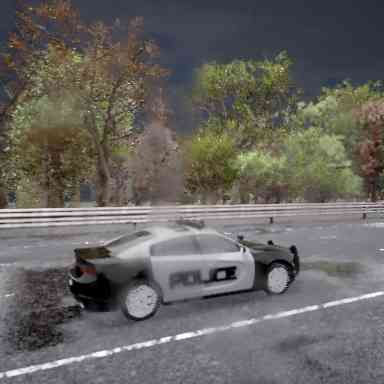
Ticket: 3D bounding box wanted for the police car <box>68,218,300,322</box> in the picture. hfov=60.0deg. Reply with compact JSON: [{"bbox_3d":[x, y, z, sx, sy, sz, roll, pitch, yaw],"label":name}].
[{"bbox_3d":[0.091,1.424,7.249,5.238,1.638,1.930,0,0,-27],"label":"police car"}]
